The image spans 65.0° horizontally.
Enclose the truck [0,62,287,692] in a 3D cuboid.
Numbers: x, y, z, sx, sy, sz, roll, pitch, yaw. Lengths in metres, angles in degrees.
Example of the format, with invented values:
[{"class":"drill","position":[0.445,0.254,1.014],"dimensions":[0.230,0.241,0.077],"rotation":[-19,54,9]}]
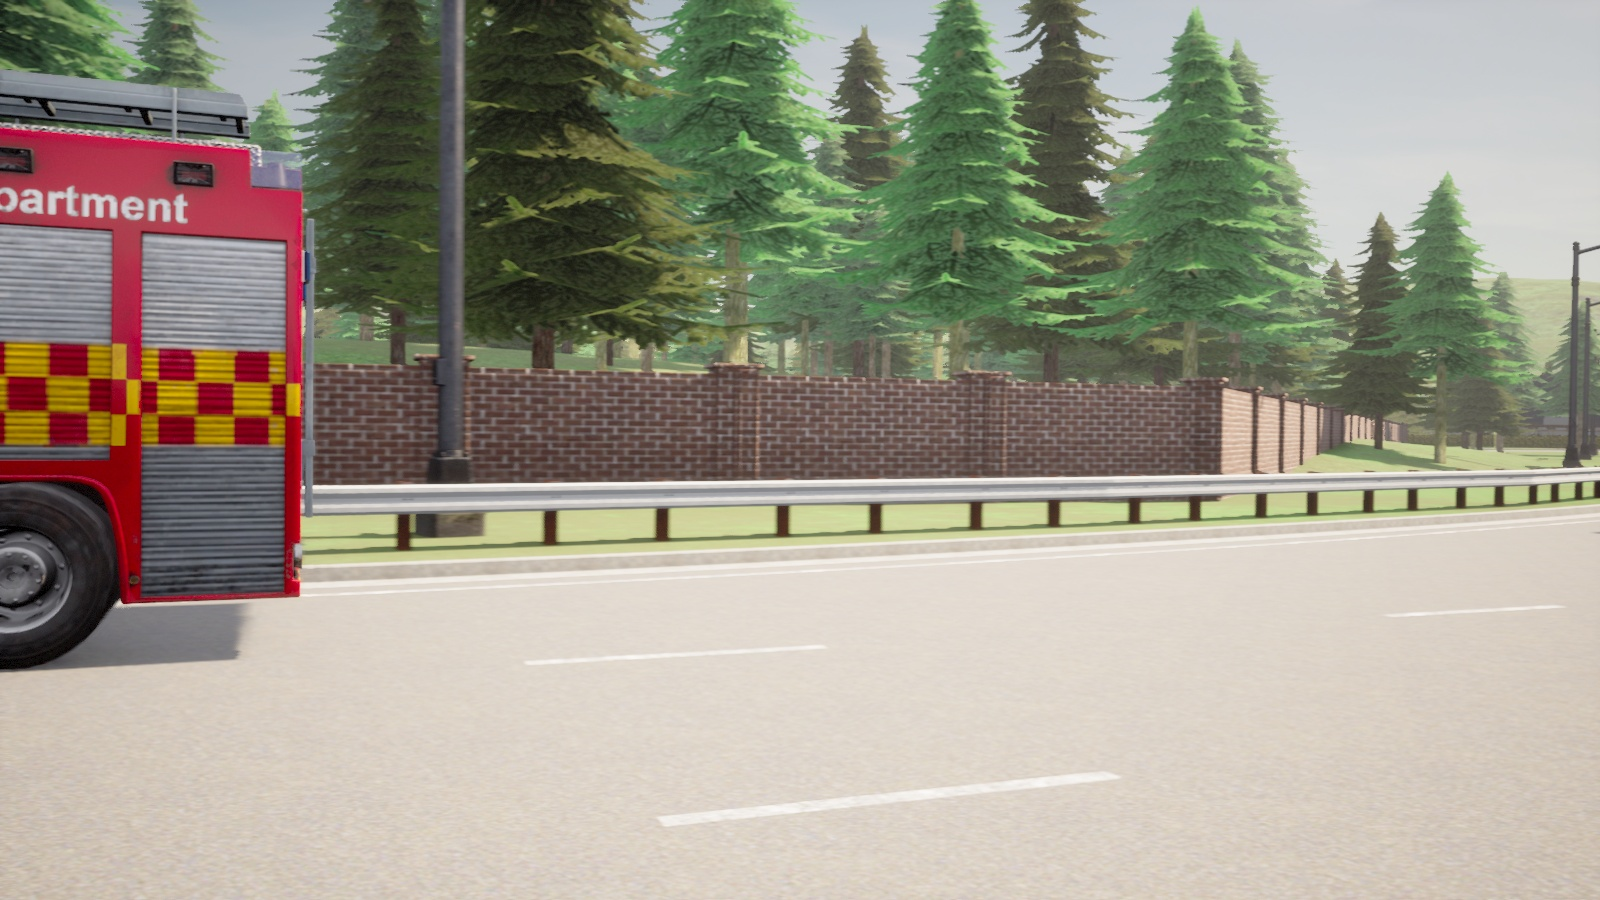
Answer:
[{"class":"truck","position":[-7.863,-0.412,7.946],"dimensions":[8.468,3.827,2.891],"rotation":[-1,1,-23]}]
